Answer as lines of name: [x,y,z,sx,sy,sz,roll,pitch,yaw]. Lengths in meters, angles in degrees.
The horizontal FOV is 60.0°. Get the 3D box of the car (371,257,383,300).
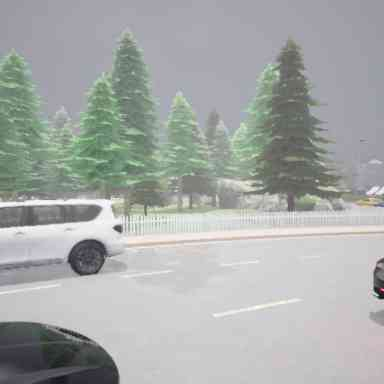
car: [5.561,1.487,6.093,4.902,1.511,2.128,0,0,-24]

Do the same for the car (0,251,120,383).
car: [-2.779,1.479,1.580,5.008,1.535,1.882,0,0,-37]

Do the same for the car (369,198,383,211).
car: [19.921,1.530,32.281,2.128,1.511,4.902,0,0,-4]

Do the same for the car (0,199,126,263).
car: [-4.602,1.221,9.016,5.566,2.045,2.150,0,0,-30]

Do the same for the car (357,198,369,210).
car: [22.815,1.512,41.758,1.882,1.535,5.008,0,1,-4]
